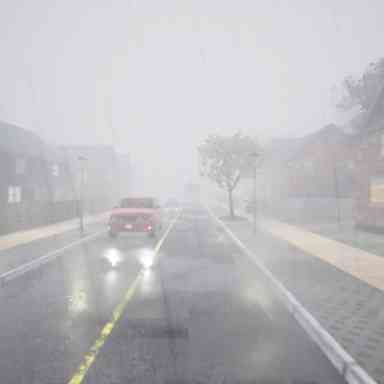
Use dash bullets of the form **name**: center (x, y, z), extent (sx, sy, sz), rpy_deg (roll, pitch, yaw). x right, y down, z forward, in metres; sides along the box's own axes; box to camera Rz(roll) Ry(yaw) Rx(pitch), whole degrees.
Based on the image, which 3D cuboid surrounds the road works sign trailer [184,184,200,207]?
- **road works sign trailer**: center (0.000, 0.479, 51.945), extent (2.380, 3.560, 2.880), rpy_deg (0, 0, 0)

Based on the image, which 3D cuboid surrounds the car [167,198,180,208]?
- **car**: center (-2.825, 1.568, 48.122), extent (1.994, 1.385, 4.181), rpy_deg (0, 0, 0)

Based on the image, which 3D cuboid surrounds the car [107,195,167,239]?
- **car**: center (-2.794, 1.184, 17.566), extent (2.150, 2.045, 5.566), rpy_deg (0, 0, 1)
